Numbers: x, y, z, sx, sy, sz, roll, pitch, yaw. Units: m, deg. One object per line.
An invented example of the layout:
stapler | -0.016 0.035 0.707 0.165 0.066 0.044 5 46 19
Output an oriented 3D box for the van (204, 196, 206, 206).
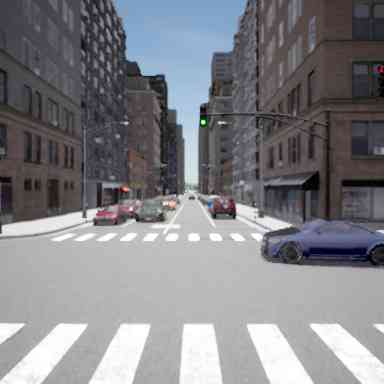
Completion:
van | 2.734 1.357 40.385 1.690 1.788 3.998 -1 0 0

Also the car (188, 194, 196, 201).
car | -0.038 1.616 91.509 1.812 1.442 4.674 0 0 0

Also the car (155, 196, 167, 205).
car | -5.800 1.484 62.402 1.967 1.590 4.097 -1 0 0

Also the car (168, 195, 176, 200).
car | -5.814 1.545 95.433 1.967 1.590 4.097 -1 0 0

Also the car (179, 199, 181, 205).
car | -3.024 1.640 58.769 1.994 1.385 4.181 0 0 0

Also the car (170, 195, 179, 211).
car | -3.106 1.369 41.107 2.097 1.767 4.553 0 0 0

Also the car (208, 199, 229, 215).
car | 2.738 1.537 35.051 1.752 1.417 4.829 -1 0 0

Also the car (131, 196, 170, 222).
car | -3.107 1.357 25.908 2.097 1.767 4.553 0 0 0

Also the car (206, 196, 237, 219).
car | 2.738 1.323 29.376 2.192 1.841 5.009 -1 0 0

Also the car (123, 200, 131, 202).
car | -5.785 1.447 29.372 1.967 1.590 4.097 -1 0 0

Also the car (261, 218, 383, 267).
car | 4.474 1.598 11.180 4.181 1.385 1.994 0 1 7

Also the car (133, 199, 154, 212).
car | -5.789 1.582 40.381 1.947 1.339 4.313 -1 0 0

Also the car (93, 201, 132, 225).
car | -5.781 1.586 23.867 1.802 1.307 4.206 -1 0 0

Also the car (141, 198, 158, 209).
car | -5.792 1.547 45.717 1.752 1.417 4.829 -1 0 0

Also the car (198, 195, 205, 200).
car | 2.712 1.671 95.437 1.947 1.339 4.313 -1 0 0

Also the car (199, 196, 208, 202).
car | 2.719 1.617 78.921 1.887 1.381 4.507 -1 0 0

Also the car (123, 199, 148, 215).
car | -5.787 1.536 34.706 1.752 1.417 4.829 -1 0 0

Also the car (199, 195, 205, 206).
car | 2.729 1.587 56.900 2.008 1.369 4.403 -1 0 0

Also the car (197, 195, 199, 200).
car | 2.720 1.503 73.417 1.967 1.590 4.097 -1 0 0
